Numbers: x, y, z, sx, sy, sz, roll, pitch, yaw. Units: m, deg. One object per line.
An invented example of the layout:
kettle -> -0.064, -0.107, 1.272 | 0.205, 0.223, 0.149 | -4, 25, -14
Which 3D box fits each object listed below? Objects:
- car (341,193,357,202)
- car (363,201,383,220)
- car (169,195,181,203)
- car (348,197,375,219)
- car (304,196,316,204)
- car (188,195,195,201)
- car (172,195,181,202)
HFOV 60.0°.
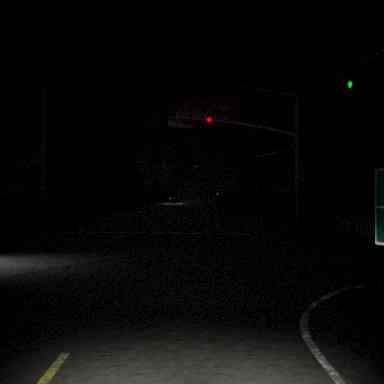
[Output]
car -> 34.755, 1.489, 71.902 | 2.007, 1.523, 4.514 | 0, 0, 0
car -> 18.631, 1.672, 30.680 | 4.611, 1.667, 2.242 | 0, 0, 0
car -> -3.598, 1.352, 68.605 | 2.097, 1.767, 4.553 | 0, 0, 0
car -> 14.316, 1.505, 25.001 | 3.866, 1.878, 1.905 | 0, 0, 0
car -> 22.368, 1.552, 64.085 | 1.970, 1.475, 3.806 | 0, 0, 0
car -> -0.113, 1.552, 86.348 | 1.994, 1.385, 4.181 | 0, 0, 0
car -> -3.603, 1.540, 78.927 | 2.033, 1.411, 5.357 | 0, 0, 0
